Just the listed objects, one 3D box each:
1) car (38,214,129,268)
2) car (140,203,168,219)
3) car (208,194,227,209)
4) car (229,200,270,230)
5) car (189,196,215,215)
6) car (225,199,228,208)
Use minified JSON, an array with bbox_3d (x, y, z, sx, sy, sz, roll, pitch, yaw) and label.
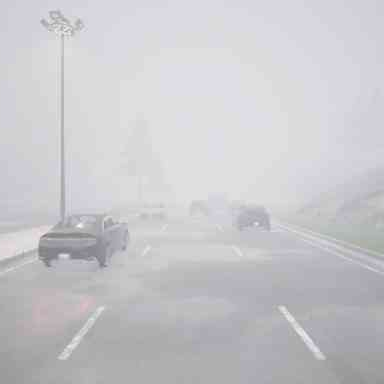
[{"bbox_3d":[-3.403,1.491,11.282,2.128,1.511,4.902,0,0,0],"label":"car"},{"bbox_3d":[-3.181,1.601,28.833,1.895,1.301,4.718,0,0,2],"label":"car"},{"bbox_3d":[3.409,1.221,44.488,2.150,2.045,5.566,0,0,16],"label":"car"},{"bbox_3d":[3.605,1.505,20.918,1.837,1.490,4.892,0,0,0],"label":"car"},{"bbox_3d":[0.926,1.505,34.314,1.837,1.490,4.892,0,0,9],"label":"car"},{"bbox_3d":[5.542,1.564,39.021,1.994,1.385,4.181,0,0,16],"label":"car"}]
